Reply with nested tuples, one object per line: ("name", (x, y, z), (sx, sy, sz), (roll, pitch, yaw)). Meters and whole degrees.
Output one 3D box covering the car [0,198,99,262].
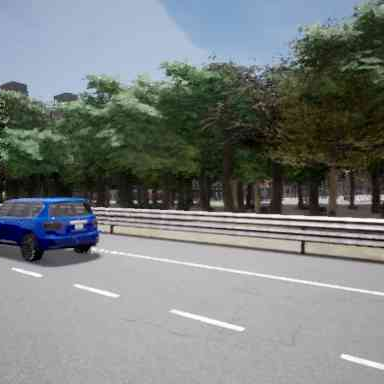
("car", (-5.844, 1.230, 12.349), (5.566, 2.045, 2.150), (0, 0, 36))
